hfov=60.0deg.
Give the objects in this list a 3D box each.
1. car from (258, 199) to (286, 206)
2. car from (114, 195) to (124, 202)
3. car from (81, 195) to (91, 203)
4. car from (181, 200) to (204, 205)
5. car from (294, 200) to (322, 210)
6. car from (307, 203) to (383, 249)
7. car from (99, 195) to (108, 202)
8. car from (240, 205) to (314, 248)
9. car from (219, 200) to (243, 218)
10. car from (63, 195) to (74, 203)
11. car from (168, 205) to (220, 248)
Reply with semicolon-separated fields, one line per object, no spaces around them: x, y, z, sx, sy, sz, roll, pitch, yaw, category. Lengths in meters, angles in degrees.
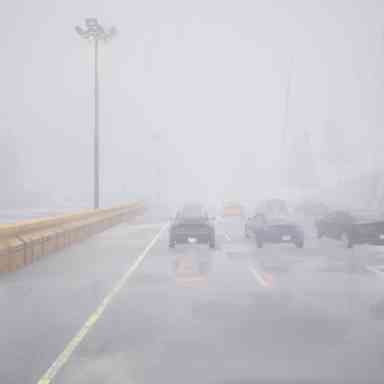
7.025;1.366;29.605;2.097;1.767;4.553;0;0;0;car
-16.222;1.494;73.931;1.837;1.490;4.892;0;0;-15;car
-22.921;1.473;71.902;1.882;1.535;5.008;0;0;-15;car
0.025;1.495;29.643;2.128;1.511;4.902;0;0;0;car
10.525;1.495;29.630;2.128;1.511;4.902;0;0;0;car
7.006;1.485;14.635;1.882;1.535;5.008;0;0;0;car
-19.572;1.495;72.917;1.837;1.490;4.892;0;0;-15;car
3.506;1.533;14.639;1.812;1.442;4.674;0;0;0;car
3.525;1.485;29.639;1.882;1.535;5.008;0;0;0;car
-26.271;1.474;70.887;1.882;1.535;5.008;0;0;-15;car
0.006;1.516;14.643;1.837;1.490;4.892;0;0;0;car
